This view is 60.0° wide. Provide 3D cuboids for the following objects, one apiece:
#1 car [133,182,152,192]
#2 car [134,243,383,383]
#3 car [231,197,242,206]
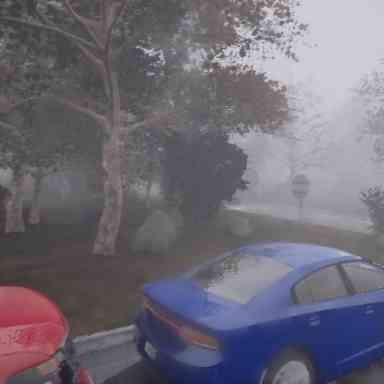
[{"bbox_3d":[-7.667,-0.925,50.733,1.837,1.490,4.892,2,2,-28],"label":"car"},{"bbox_3d":[1.688,1.491,4.740,5.008,1.535,2.097,0,0,-31],"label":"car"},{"bbox_3d":[2.524,0.485,31.736,2.033,1.411,5.357,2,2,-28],"label":"car"}]
